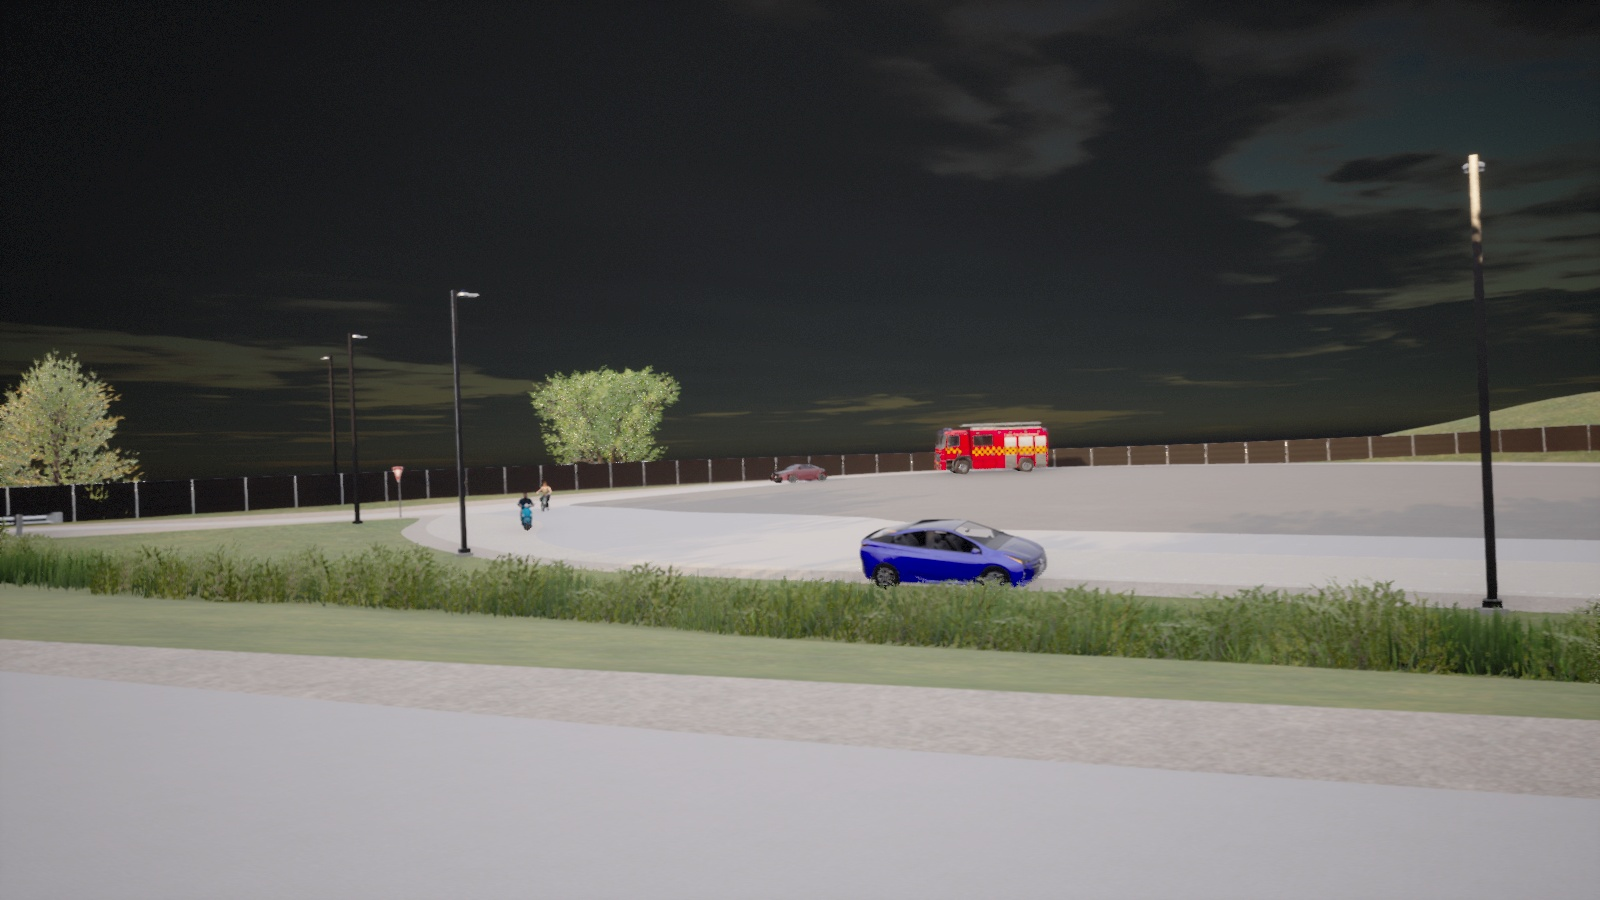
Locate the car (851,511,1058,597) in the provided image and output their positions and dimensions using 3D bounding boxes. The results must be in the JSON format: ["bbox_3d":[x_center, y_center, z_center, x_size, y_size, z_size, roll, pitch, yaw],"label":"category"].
[{"bbox_3d":[3.781,2.488,30.783,4.514,1.525,2.007,-1,10,28],"label":"car"}]

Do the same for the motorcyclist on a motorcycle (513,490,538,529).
[{"bbox_3d":[-11.678,2.519,53.471,0.866,1.590,1.817,0,0,-18],"label":"motorcyclist on a motorcycle"}]

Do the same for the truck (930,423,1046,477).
[{"bbox_3d":[14.561,-0.059,97.572,8.468,3.827,2.891,-2,2,-5],"label":"truck"}]

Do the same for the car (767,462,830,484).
[{"bbox_3d":[-0.090,1.673,91.193,4.181,1.385,1.994,-2,0,-35],"label":"car"}]
